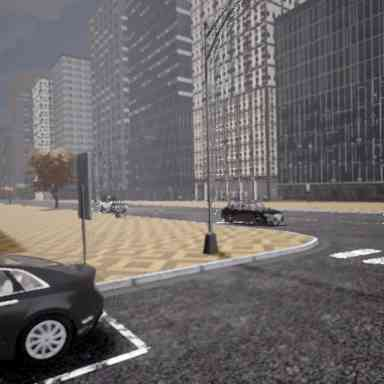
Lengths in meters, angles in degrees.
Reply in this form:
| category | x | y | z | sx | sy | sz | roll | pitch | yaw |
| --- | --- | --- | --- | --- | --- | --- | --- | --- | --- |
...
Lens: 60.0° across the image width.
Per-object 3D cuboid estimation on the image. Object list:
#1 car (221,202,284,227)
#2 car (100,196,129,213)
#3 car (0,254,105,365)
| category | x | y | z | sx | sy | sz | roll | pitch | yaw |
| --- | --- | --- | --- | --- | --- | --- | --- | --- | --- |
| car | 4.038 | 1.439 | 22.772 | 2.128 | 1.511 | 4.902 | -2 | 0 | -35 |
| car | -10.248 | 1.565 | 43.299 | 2.150 | 2.045 | 5.566 | -2 | 0 | -35 |
| car | -3.350 | 1.559 | 4.179 | 4.403 | 1.369 | 2.008 | -1 | 0 | -36 |
